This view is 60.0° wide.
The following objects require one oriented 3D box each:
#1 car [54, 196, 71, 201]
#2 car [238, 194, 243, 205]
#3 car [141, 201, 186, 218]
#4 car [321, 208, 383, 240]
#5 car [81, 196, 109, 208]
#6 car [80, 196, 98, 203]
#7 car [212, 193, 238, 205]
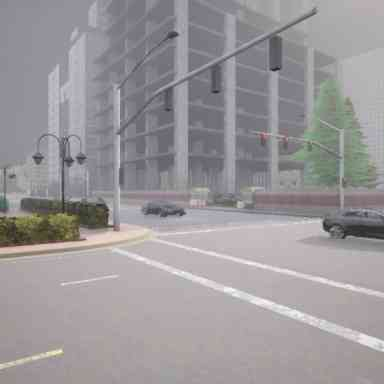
[{"bbox_3d":[-22.055,1.435,56.496,2.128,1.511,4.902,0,0,-36],"label":"car"},{"bbox_3d":[7.382,1.107,55.179,1.905,1.878,3.866,0,0,-36],"label":"car"},{"bbox_3d":[-2.680,1.489,29.699,2.033,1.411,5.357,0,0,-36],"label":"car"},{"bbox_3d":[8.219,1.477,14.707,2.128,1.511,4.902,0,0,-36],"label":"car"},{"bbox_3d":[-12.405,1.449,43.082,1.837,1.490,4.892,0,-1,-36],"label":"car"},{"bbox_3d":[-20.676,1.541,66.696,1.895,1.301,4.718,0,0,-36],"label":"car"},{"bbox_3d":[4.993,1.108,53.463,1.905,1.878,3.866,0,0,-36],"label":"car"}]
